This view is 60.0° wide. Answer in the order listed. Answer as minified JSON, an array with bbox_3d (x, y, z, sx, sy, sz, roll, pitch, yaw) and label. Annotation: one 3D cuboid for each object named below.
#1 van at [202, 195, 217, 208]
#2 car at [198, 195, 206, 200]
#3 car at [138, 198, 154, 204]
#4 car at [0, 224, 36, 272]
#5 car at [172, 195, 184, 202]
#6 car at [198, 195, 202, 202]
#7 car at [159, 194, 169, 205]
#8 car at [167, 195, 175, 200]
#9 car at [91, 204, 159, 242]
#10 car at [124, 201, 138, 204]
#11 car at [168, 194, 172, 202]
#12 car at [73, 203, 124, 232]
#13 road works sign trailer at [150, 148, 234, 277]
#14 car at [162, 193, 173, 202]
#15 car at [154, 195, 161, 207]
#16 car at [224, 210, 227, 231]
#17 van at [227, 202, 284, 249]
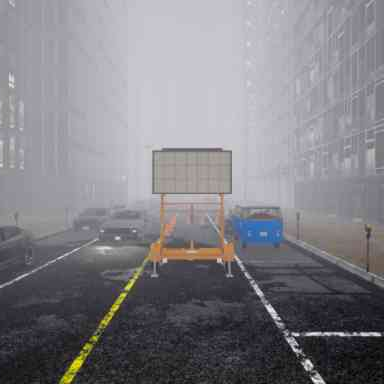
[{"bbox_3d":[2.704,1.322,48.518,1.690,1.788,3.998,0,0,0],"label":"van"},{"bbox_3d":[2.720,1.483,88.398,2.008,1.369,4.403,0,0,0],"label":"car"},{"bbox_3d":[-5.680,1.571,37.128,1.802,1.307,4.206,0,0,0],"label":"car"},{"bbox_3d":[-5.691,1.564,8.643,1.947,1.339,4.313,0,0,0],"label":"car"},{"bbox_3d":[-2.972,1.476,75.992,1.812,1.442,4.674,0,0,0],"label":"car"},{"bbox_3d":[2.715,1.499,77.003,2.008,1.369,4.403,0,0,0],"label":"car"},{"bbox_3d":[-5.671,1.536,59.916,1.947,1.339,4.313,0,0,0],"label":"car"},{"bbox_3d":[-5.660,1.514,88.402,1.802,1.307,4.206,0,0,0],"label":"car"},{"bbox_3d":[-3.096,1.544,16.519,2.033,1.411,5.357,0,0,0],"label":"car"},{"bbox_3d":[-5.685,1.539,25.734,1.887,1.381,4.507,0,0,0],"label":"car"},{"bbox_3d":[-5.670,1.278,65.612,2.192,1.841,5.009,0,0,0],"label":"car"},{"bbox_3d":[-5.687,1.561,20.037,1.947,1.339,4.313,0,0,0],"label":"car"},{"bbox_3d":[0.004,0.462,10.223,2.380,3.560,2.880,0,0,0],"label":"road works sign trailer"},{"bbox_3d":[-5.666,1.264,77.007,2.192,1.841,5.009,0,0,0],"label":"car"},{"bbox_3d":[-5.677,1.563,48.522,1.802,1.307,4.206,0,0,0],"label":"car"},{"bbox_3d":[2.694,1.577,20.033,1.802,1.307,4.206,0,0,0],"label":"car"},{"bbox_3d":[2.690,1.338,14.337,1.690,1.788,3.998,0,0,0],"label":"van"}]
